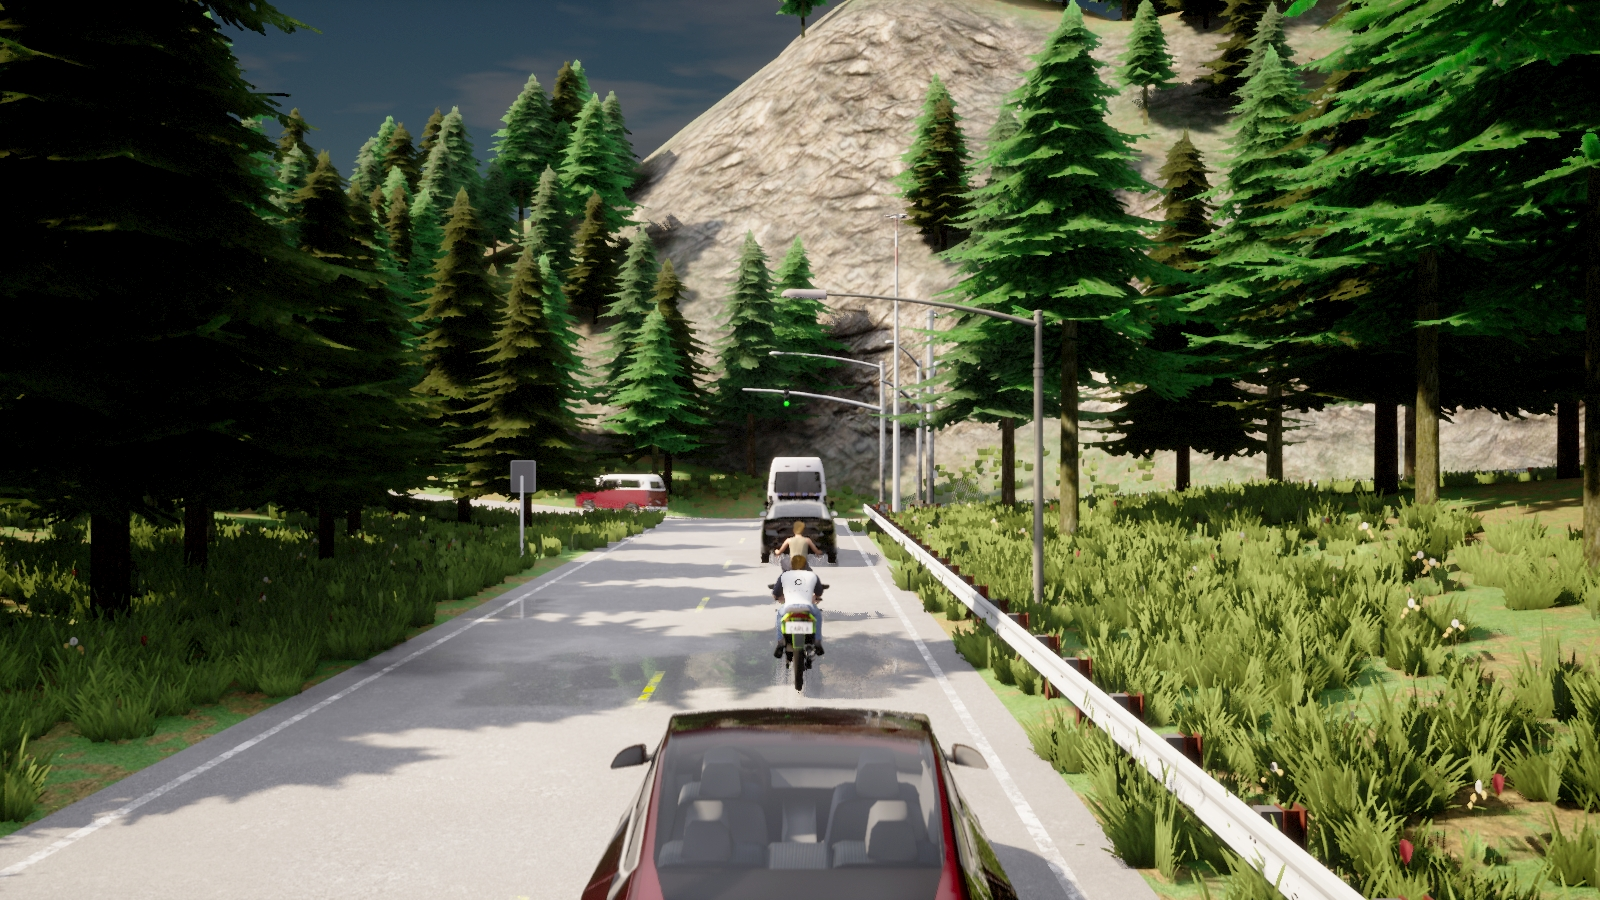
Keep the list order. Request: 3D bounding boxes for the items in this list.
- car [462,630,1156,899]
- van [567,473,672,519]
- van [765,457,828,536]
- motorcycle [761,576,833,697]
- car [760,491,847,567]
[{"bbox_3d":[0.026,2.063,5.955,2.163,1.488,4.792,0,0,0],"label":"car"},{"bbox_3d":[-8.558,2.161,54.266,4.480,2.038,2.069,0,-3,27],"label":"van"},{"bbox_3d":[-0.197,1.536,40.446,1.988,2.561,5.915,0,0,-2],"label":"van"},{"bbox_3d":[-0.034,2.213,13.886,0.803,1.145,2.033,0,0,0],"label":"motorcycle"},{"bbox_3d":[0.076,1.984,29.975,2.097,1.638,5.238,0,0,0],"label":"car"}]
